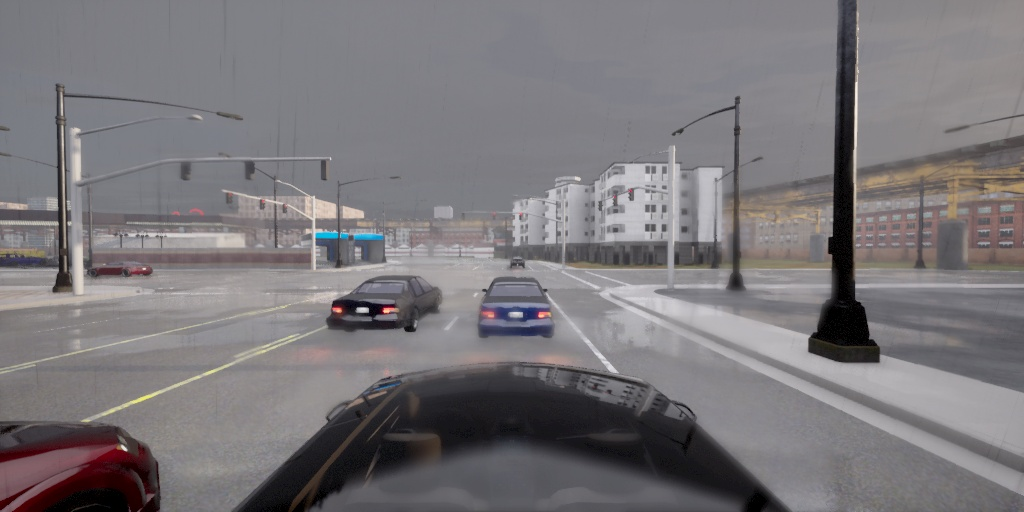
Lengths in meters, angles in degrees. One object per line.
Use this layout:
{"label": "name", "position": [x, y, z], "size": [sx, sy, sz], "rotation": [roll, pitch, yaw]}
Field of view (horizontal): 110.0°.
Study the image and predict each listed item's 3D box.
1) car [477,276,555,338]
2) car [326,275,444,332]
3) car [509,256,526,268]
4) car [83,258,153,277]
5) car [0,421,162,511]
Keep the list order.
{"label": "car", "position": [0.088, 1.279, 10.088], "size": [2.033, 1.411, 5.357], "rotation": [0, 0, 0]}
{"label": "car", "position": [-3.409, 1.273, 10.689], "size": [2.033, 1.411, 5.357], "rotation": [0, 0, 0]}
{"label": "car", "position": [0.694, 0.766, 46.178], "size": [1.837, 1.490, 4.892], "rotation": [0, 1, 0]}
{"label": "car", "position": [-33.771, 1.081, 30.927], "size": [4.181, 1.385, 1.994], "rotation": [0, 1, -1]}
{"label": "car", "position": [-3.394, 1.314, 0.692], "size": [1.994, 1.385, 4.181], "rotation": [0, 0, -1]}
